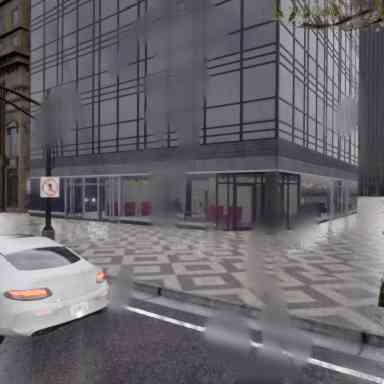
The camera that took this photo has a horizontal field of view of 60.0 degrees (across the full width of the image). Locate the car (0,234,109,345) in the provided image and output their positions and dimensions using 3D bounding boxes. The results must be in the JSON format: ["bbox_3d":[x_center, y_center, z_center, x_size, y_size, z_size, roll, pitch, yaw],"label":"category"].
[{"bbox_3d":[-3.522,1.524,6.190,4.674,1.442,1.812,0,0,35],"label":"car"}]
